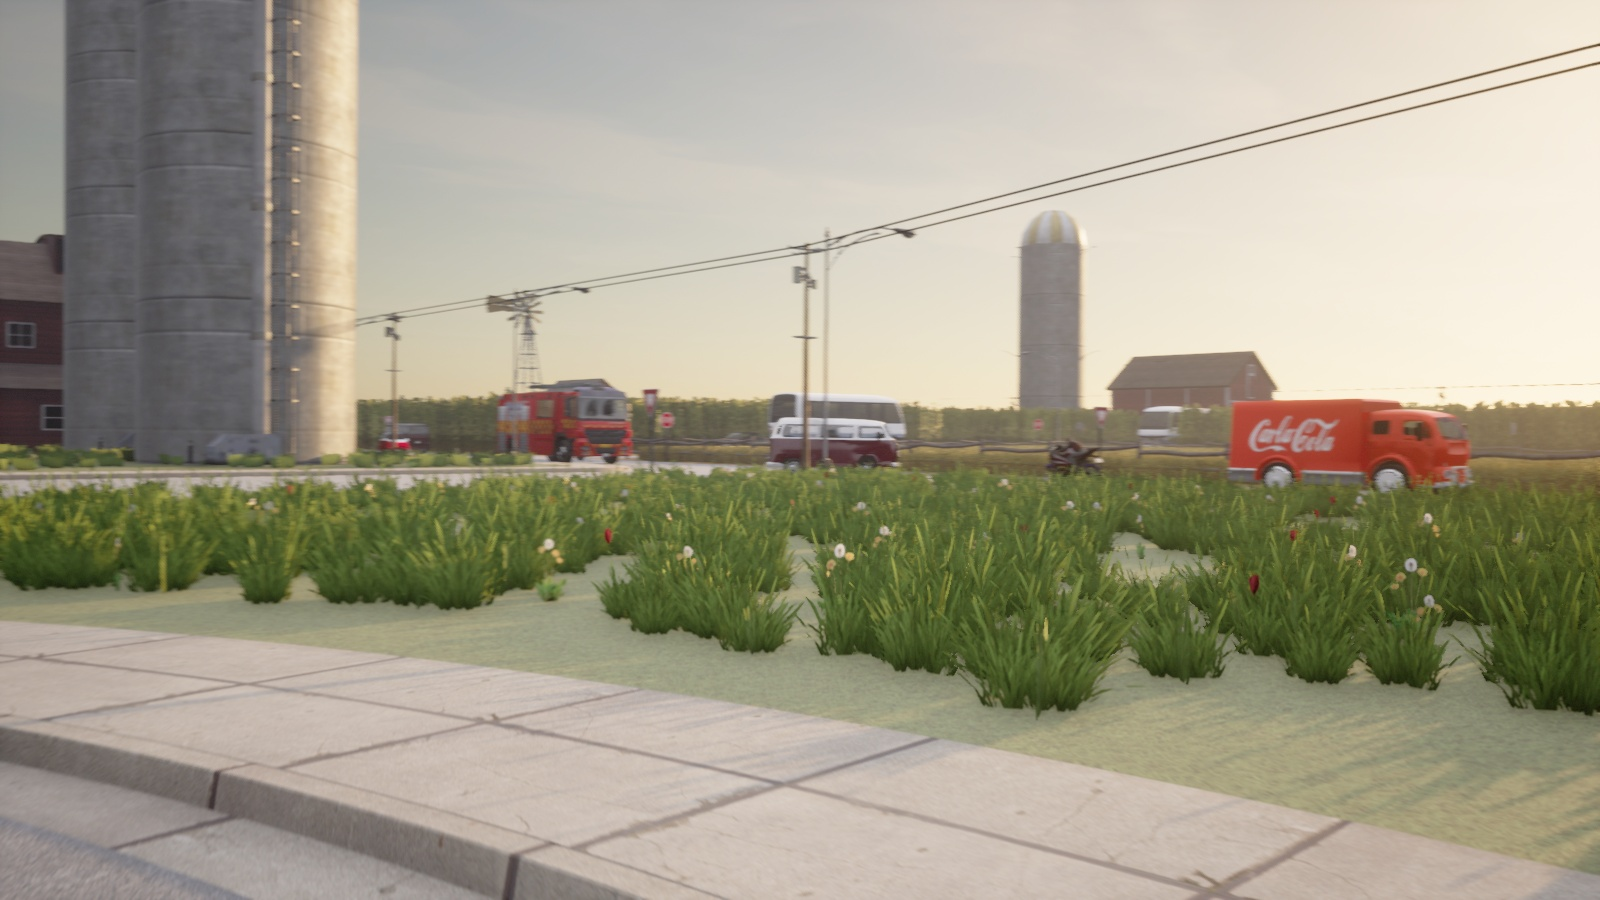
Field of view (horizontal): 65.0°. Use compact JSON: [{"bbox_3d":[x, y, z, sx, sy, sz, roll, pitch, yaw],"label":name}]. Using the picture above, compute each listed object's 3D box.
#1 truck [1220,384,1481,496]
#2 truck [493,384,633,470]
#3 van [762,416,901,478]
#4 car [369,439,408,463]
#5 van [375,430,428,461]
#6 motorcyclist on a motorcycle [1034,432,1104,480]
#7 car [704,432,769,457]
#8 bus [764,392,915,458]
[{"bbox_3d":[13.328,-0.248,30.666,2.627,2.467,5.204,-1,1,-40],"label":"truck"},{"bbox_3d":[-11.495,-1.075,60.198,2.891,3.827,8.468,-1,1,-39],"label":"truck"},{"bbox_3d":[1.109,-0.079,42.466,4.480,2.038,2.069,0,-1,8],"label":"van"},{"bbox_3d":[-24.991,0.064,76.243,1.481,1.376,2.207,-1,1,-40],"label":"car"},{"bbox_3d":[-26.550,-0.313,83.530,1.775,1.987,4.442,-1,1,-40],"label":"van"},{"bbox_3d":[8.852,0.180,41.406,0.866,1.530,2.191,-1,1,-40],"label":"motorcyclist on a motorcycle"},{"bbox_3d":[-4.228,-0.369,83.919,3.988,1.617,1.851,-1,1,-40],"label":"car"},{"bbox_3d":[2.799,-1.742,85.749,10.273,4.253,3.944,-1,1,-40],"label":"bus"}]
